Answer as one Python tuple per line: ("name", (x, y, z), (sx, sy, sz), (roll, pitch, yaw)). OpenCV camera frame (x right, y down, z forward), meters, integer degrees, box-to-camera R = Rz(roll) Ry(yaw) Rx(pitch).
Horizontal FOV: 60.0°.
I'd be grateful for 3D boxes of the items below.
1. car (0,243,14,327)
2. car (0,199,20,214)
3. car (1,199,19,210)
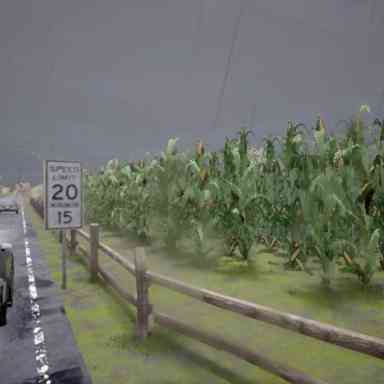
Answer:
("car", (-4.598, 1.561, 6.466), (1.994, 1.385, 4.181), (0, 0, -27))
("car", (-19.051, 1.535, 34.573), (2.033, 1.411, 5.357), (0, 0, -27))
("car", (-23.648, 1.587, 43.349), (1.895, 1.301, 4.718), (0, 0, -27))
